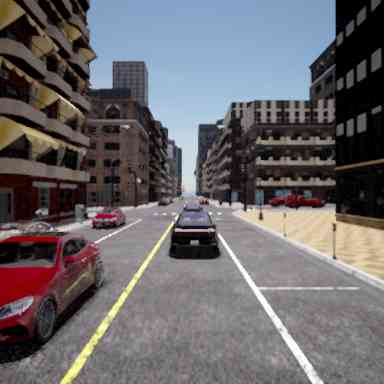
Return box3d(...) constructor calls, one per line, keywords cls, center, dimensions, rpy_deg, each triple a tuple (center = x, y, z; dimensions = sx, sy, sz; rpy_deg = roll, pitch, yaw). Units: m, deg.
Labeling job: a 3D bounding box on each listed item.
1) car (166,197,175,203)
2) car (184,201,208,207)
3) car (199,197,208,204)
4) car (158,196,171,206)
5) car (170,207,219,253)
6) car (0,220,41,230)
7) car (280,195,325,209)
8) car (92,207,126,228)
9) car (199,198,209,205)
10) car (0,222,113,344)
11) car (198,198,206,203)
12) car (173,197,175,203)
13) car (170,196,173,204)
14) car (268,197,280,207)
box3d(cls="car", center=(-5.710, 2.105, 88.331), dimensions=(1.967, 1.590, 4.097), rpy_deg=(0, 0, 0))
box3d(cls="car", center=(0.092, 1.778, 29.824), dimensions=(1.994, 1.385, 4.181), rpy_deg=(0, 0, 0))
box3d(cls="car", center=(2.673, 2.014, 76.970), dimensions=(1.967, 1.590, 4.097), rpy_deg=(0, 0, 0))
box3d(cls="car", center=(-5.705, 2.052, 65.601), dimensions=(1.947, 1.339, 4.313), rpy_deg=(0, 0, 0))
box3d(cls="car", center=(0.095, 1.593, 14.168), dimensions=(2.128, 1.511, 4.902), rpy_deg=(0, 0, 0))
box3d(cls="car", center=(-5.694, 1.628, 10.662), dimensions=(2.008, 1.369, 4.403), rpy_deg=(0, 0, 0))
box3d(cls="car", center=(14.684, 1.341, 43.547), dimensions=(5.009, 1.841, 2.192), rpy_deg=(-1, 1, 0))
box3d(cls="car", center=(-5.747, 1.751, 23.578), dimensions=(1.802, 1.307, 4.206), rpy_deg=(0, 0, 0))
box3d(cls="car", center=(2.674, 1.970, 71.288), dimensions=(1.967, 1.590, 4.097), rpy_deg=(0, 0, 0))
box3d(cls="car", center=(-3.104, 1.574, 6.622), dimensions=(1.812, 1.442, 4.674), rpy_deg=(0, 0, 0))
box3d(cls="car", center=(2.671, 2.247, 88.334), dimensions=(1.802, 1.307, 4.206), rpy_deg=(0, 0, 0))
box3d(cls="car", center=(-5.708, 1.890, 76.968), dimensions=(2.192, 1.841, 5.009), rpy_deg=(0, 0, 0))
box3d(cls="car", center=(-5.706, 2.054, 71.114), dimensions=(1.752, 1.417, 4.829), rpy_deg=(0, 0, 0))
box3d(cls="car", center=(14.548, 1.387, 51.925), dimensions=(5.009, 1.841, 2.192), rpy_deg=(-1, 1, -1))
